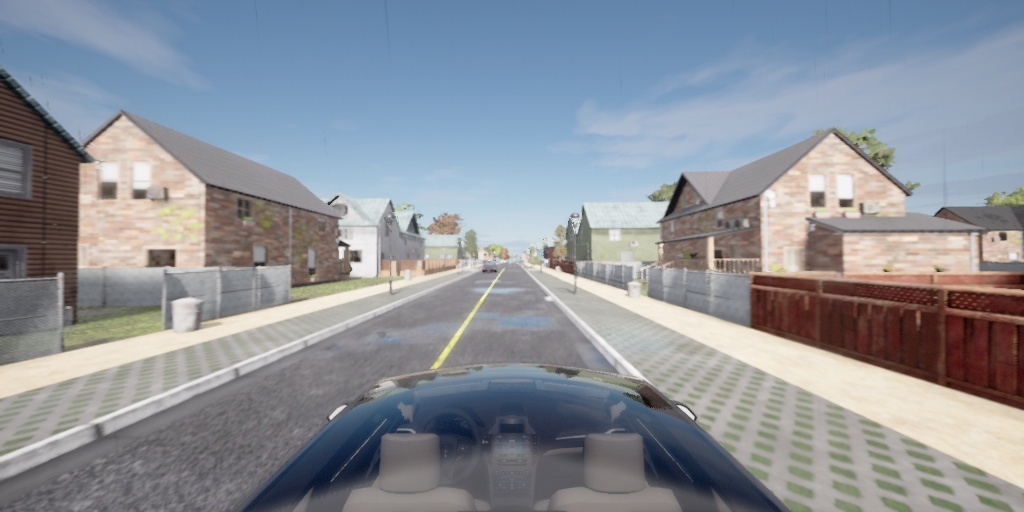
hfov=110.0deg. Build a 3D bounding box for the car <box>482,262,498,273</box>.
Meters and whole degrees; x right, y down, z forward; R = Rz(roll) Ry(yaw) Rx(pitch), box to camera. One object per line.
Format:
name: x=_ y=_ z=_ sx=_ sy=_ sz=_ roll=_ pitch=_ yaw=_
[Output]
car: x=-2.765 y=1.425 z=45.358 sx=2.033 sy=1.411 sz=5.357 roll=0 pitch=0 yaw=0
